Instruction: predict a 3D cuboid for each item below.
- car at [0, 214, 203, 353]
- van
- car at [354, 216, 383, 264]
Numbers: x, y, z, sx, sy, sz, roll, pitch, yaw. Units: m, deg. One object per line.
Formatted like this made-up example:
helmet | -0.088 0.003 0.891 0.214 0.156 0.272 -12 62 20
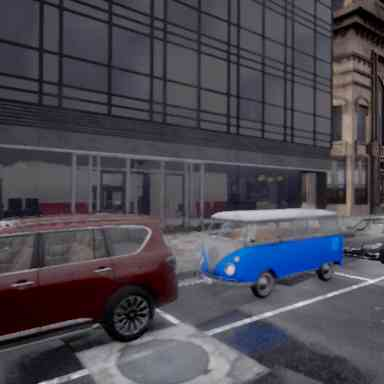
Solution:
car | -2.534 1.314 4.947 5.009 1.841 2.192 0 1 -36
van | 2.044 1.334 8.215 3.998 1.788 1.690 0 1 -36
car | 6.622 1.536 11.484 4.403 1.369 2.008 0 1 -36
